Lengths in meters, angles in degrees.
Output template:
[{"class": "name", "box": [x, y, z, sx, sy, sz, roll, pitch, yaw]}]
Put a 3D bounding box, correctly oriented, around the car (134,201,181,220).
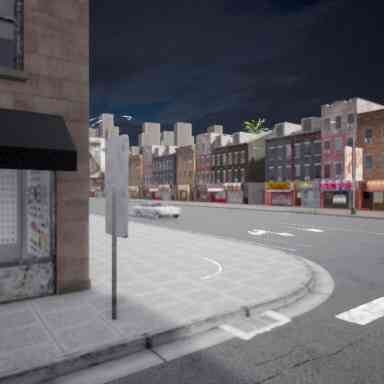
[{"class": "car", "box": [-2.814, 1.402, 26.473, 1.895, 1.301, 4.718, 0, 0, -36]}]
